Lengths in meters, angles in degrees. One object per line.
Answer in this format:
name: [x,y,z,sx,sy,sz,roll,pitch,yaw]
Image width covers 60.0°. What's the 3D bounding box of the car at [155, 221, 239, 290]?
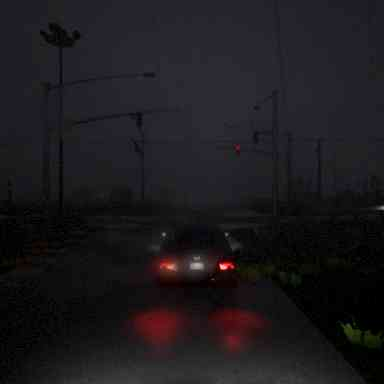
car: [0.096,1.512,9.113,2.033,1.411,5.357,0,0,0]
